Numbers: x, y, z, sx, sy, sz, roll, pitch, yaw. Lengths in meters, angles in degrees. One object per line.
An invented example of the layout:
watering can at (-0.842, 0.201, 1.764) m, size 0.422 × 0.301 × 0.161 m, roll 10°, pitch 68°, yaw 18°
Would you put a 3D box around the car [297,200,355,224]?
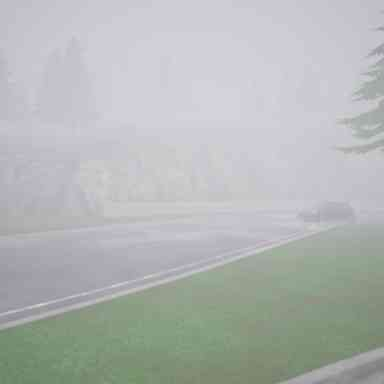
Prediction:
car at (10.603, 1.513, 26.361) m, size 4.553 × 1.767 × 2.097 m, roll 0°, pitch 0°, yaw -22°
